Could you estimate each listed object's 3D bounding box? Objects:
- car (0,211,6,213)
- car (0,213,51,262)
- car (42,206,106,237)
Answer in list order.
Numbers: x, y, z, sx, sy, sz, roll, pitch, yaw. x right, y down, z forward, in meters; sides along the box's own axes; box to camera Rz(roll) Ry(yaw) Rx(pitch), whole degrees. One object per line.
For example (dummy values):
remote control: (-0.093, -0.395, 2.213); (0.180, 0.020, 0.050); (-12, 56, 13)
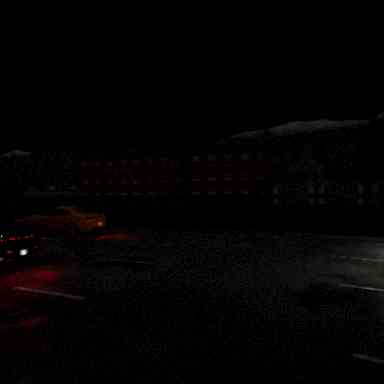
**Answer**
car: (-10.431, 1.606, 16.034); (4.902, 1.511, 2.128); (-1, 0, 21)
car: (-7.289, 1.584, 10.941); (4.892, 1.490, 1.837); (-1, 0, 23)
car: (-7.188, 1.545, 18.534); (5.008, 1.535, 1.882); (-1, 0, 21)
